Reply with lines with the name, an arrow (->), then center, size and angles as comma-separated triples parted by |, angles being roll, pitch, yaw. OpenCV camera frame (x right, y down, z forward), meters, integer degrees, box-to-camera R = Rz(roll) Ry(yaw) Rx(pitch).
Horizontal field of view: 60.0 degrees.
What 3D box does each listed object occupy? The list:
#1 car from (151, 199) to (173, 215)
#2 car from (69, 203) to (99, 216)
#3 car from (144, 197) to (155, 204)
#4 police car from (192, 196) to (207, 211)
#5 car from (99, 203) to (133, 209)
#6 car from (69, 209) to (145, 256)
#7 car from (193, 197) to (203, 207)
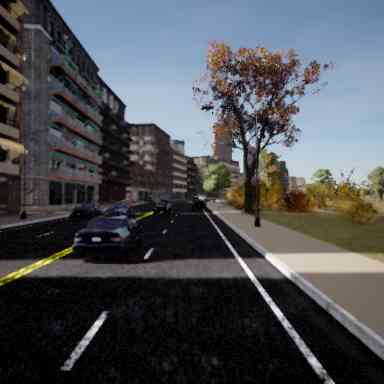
car -> -3.137, 1.806, 36.779 | 1.895, 1.301, 4.718 | 0, 0, 0
car -> -9.829, 1.736, 30.905 | 1.994, 1.385, 4.181 | 0, 0, 0
car -> -9.211, 1.840, 72.791 | 1.837, 1.490, 4.892 | 0, 0, 3
police car -> 0.989, 1.685, 45.942 | 1.930, 1.638, 5.238 | 0, 0, 0
car -> -6.583, 1.718, 30.630 | 2.033, 1.411, 5.357 | 0, 0, 0
car -> -3.146, 1.622, 13.474 | 2.033, 1.411, 5.357 | 0, 0, 0
car -> 1.115, 1.810, 61.883 | 1.801, 1.575, 5.366 | 0, 0, 1
